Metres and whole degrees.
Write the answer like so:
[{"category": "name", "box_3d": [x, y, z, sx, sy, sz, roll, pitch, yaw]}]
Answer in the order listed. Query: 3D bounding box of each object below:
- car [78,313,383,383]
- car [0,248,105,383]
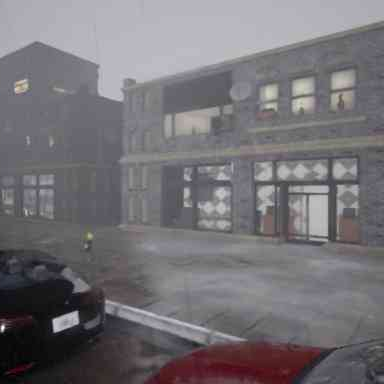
[{"category": "car", "box_3d": [1.461, 1.582, 1.828, 4.206, 1.307, 1.802, 0, 0, 36]}, {"category": "car", "box_3d": [-3.176, 1.565, 5.137, 4.313, 1.339, 1.947, 0, 0, 36]}]
